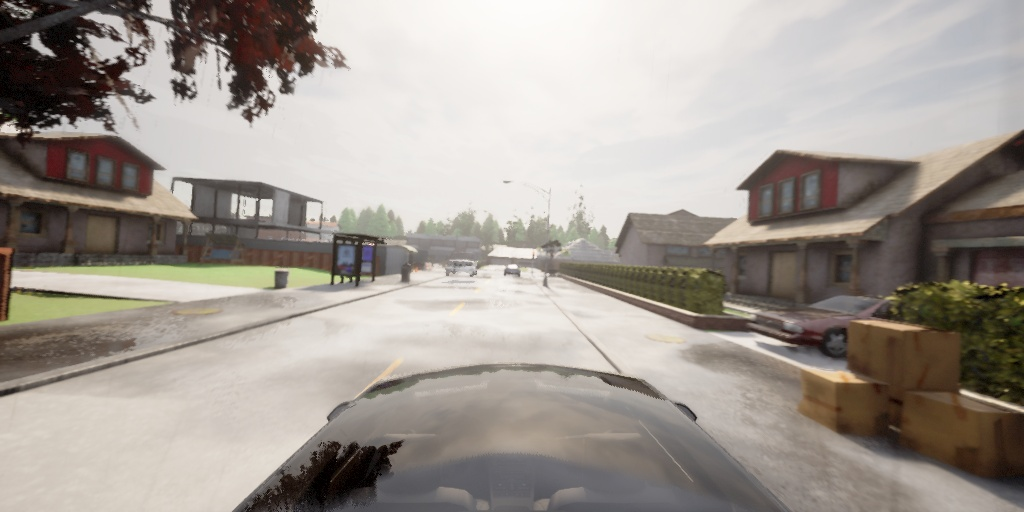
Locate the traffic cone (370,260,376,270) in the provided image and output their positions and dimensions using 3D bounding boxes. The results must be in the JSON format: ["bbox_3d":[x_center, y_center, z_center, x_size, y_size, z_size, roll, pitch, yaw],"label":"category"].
[{"bbox_3d":[-15.868,1.030,41.390,0.344,0.586,0.344,0,0,0],"label":"traffic cone"}]

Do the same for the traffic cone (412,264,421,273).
[{"bbox_3d":[-9.704,1.375,36.463,0.344,0.586,0.344,0,0,0],"label":"traffic cone"}]

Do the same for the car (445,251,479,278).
[{"bbox_3d":[-3.964,0.623,29.153,2.150,2.045,5.566,3,-1,0],"label":"car"}]

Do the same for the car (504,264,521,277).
[{"bbox_3d":[0.050,1.718,43.814,1.994,1.385,4.181,3,-1,1],"label":"car"}]

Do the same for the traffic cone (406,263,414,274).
[{"bbox_3d":[-10.421,1.310,36.983,0.344,0.586,0.344,0,0,0],"label":"traffic cone"}]

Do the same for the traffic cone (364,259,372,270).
[{"bbox_3d":[-16.908,1.004,42.389,0.344,0.586,0.344,0,0,0],"label":"traffic cone"}]

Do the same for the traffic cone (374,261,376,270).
[{"bbox_3d":[-15.299,1.062,41.029,0.344,0.586,0.344,0,0,0],"label":"traffic cone"}]
